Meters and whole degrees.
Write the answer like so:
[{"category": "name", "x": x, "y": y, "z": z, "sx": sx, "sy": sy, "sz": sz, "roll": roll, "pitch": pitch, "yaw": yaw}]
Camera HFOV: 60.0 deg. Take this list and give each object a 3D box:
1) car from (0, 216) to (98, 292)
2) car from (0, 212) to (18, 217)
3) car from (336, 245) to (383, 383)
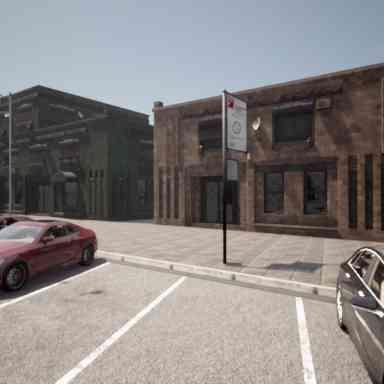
[{"category": "car", "x": -4.365, "y": 1.526, "z": 9.192, "sx": 2.002, "sy": 1.452, "sz": 4.674, "roll": 1, "pitch": -1, "yaw": 16}, {"category": "car", "x": -6.817, "y": 1.516, "z": 10.906, "sx": 2.163, "sy": 1.488, "sz": 4.792, "roll": 1, "pitch": -1, "yaw": 16}, {"category": "car", "x": 2.970, "y": 1.487, "z": 3.976, "sx": 2.231, "sy": 1.521, "sz": 4.892, "roll": 1, "pitch": -1, "yaw": 15}]
